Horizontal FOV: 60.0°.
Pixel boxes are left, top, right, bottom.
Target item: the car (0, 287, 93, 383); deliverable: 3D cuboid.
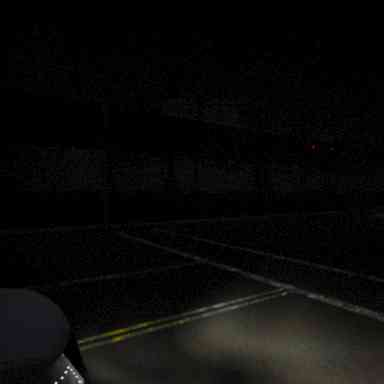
[{"bbox_3d":[-3.283,1.222,1.435,5.566,2.045,2.150,0,0,-35],"label":"car"}]
